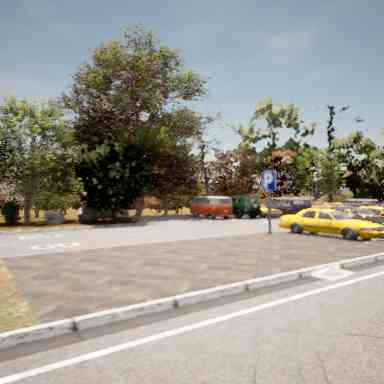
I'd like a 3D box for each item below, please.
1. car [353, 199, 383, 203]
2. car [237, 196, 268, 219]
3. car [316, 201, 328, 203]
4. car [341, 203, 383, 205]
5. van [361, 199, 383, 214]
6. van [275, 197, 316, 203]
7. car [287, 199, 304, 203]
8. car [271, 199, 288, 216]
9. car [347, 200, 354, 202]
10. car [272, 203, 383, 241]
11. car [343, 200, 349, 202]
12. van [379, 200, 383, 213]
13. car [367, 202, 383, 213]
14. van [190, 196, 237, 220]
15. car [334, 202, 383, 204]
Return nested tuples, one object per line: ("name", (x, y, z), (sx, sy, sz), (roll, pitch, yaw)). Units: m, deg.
("car", (13.646, 1.573, 22.023), (2.185, 1.767, 4.553), (2, -1, -35))
("car", (3.983, 1.393, 31.195), (2.435, 2.045, 5.566), (1, -1, -35))
("car", (13.036, 1.767, 37.568), (2.185, 1.767, 4.553), (2, -1, -35))
("car", (9.140, 1.594, 18.782), (2.231, 1.521, 4.892), (1, -1, -35))
("van", (26.624, 2.052, 47.138), (1.878, 1.987, 4.442), (2, -1, -35))
("van", (10.697, 1.603, 36.084), (1.878, 1.987, 4.442), (2, -1, -35))
("car", (8.507, 1.766, 34.374), (2.231, 1.521, 4.892), (2, -1, -35))
("car", (6.357, 1.700, 32.624), (1.946, 1.575, 5.366), (1, -1, -35))
("car", (17.532, 2.021, 40.801), (2.097, 1.535, 5.008), (2, -1, -35))
("car", (6.995, 1.549, 17.021), (1.946, 1.575, 5.366), (1, -1, -35))
("car", (15.173, 1.954, 39.122), (2.097, 1.535, 5.008), (2, -1, -35))
("van", (31.014, 2.192, 50.264), (1.878, 1.987, 4.442), (2, -1, -35))
("car", (28.805, 2.341, 48.840), (2.097, 1.535, 5.008), (2, -1, -35))
("van", (1.575, 1.369, 29.590), (1.878, 1.987, 4.442), (1, -1, -35))
("car", (11.397, 1.641, 20.390), (2.097, 1.535, 5.008), (1, -1, -35))
